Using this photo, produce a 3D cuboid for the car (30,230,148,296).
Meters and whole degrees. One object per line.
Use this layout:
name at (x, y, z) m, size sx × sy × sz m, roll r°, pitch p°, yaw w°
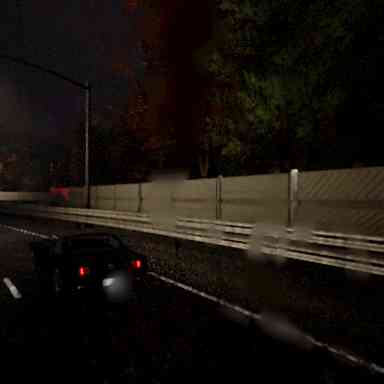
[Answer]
car at (-3.096, 1.715, 9.142) m, size 1.895 × 1.301 × 4.718 m, roll 1°, pitch -1°, yaw -36°
